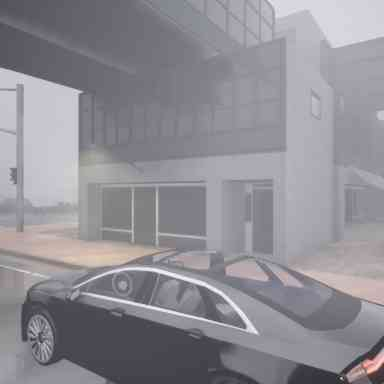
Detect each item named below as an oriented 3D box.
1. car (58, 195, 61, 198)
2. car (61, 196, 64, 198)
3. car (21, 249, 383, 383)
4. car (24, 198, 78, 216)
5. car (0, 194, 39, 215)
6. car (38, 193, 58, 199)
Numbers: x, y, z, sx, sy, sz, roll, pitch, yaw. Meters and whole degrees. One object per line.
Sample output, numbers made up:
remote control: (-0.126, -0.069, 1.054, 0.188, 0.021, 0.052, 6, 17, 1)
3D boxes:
car: (-28.886, 1.364, 71.739, 3.905, 1.438, 1.784, 0, 0, 35)
car: (-12.587, 1.478, 39.671, 1.882, 1.535, 5.008, 0, 0, 37)
car: (-0.235, 1.492, 4.160, 4.902, 1.511, 2.128, 0, 0, 35)
car: (-13.426, 1.601, 32.665, 1.895, 1.301, 4.718, 0, 0, 36)
car: (-17.924, 1.352, 32.439, 2.097, 1.767, 4.553, 0, 0, 36)
car: (-30.613, 1.153, 69.413, 4.605, 1.855, 1.932, 0, 0, 35)
